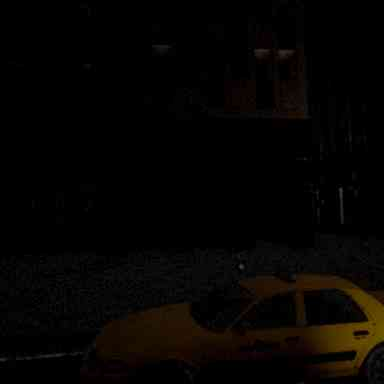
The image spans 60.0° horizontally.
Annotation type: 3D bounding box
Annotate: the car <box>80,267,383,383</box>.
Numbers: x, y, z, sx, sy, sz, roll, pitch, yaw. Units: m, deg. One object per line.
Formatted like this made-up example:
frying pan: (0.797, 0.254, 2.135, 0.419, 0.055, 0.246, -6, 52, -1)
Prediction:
car: (1.036, 1.772, 4.581, 4.829, 1.417, 1.752, -1, -3, -8)
